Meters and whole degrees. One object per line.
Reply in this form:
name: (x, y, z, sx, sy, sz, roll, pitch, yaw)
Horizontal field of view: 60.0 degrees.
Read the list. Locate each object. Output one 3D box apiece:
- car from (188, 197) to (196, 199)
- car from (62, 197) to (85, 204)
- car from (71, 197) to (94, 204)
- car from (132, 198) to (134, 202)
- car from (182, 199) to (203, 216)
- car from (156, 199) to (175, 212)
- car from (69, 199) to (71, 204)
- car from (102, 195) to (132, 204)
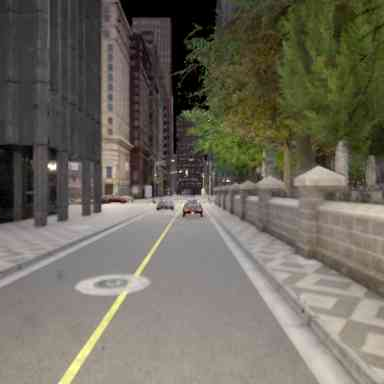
car: (-0.019, 1.540, 54.078, 2.033, 1.411, 5.357, 0, 0, 0)
car: (-25.968, 1.875, 73.157, 4.313, 1.339, 1.947, -1, 1, 0)
car: (-20.272, 1.786, 64.616, 4.829, 1.417, 1.752, -1, 1, 0)
car: (-14.890, 1.602, 73.126, 4.097, 1.590, 1.967, -1, 1, 0)
car: (0.077, 1.601, 31.806, 1.895, 1.301, 4.718, 0, 0, 0)
car: (-3.066, 1.562, 39.032, 1.994, 1.385, 4.181, 0, 0, 1)
car: (-25.812, 1.859, 64.631, 4.829, 1.417, 1.752, -1, 1, 0)
car: (-14.905, 1.504, 64.599, 5.009, 1.841, 2.192, -1, 1, 0)
